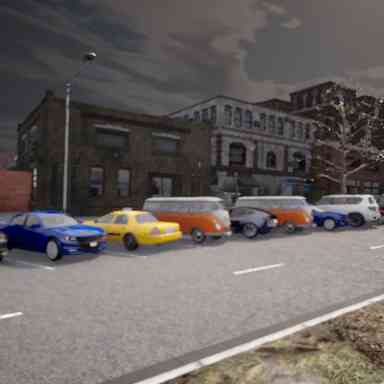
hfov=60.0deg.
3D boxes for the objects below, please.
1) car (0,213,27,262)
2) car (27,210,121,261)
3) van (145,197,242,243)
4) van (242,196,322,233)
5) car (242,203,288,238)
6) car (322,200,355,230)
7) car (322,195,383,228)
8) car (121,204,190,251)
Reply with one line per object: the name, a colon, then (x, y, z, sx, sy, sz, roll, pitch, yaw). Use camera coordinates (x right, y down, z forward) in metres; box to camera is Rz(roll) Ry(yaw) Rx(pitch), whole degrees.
car: (-7.710, 1.459, 10.512, 4.892, 1.521, 2.231, -1, -1, 35)
car: (-5.255, 1.461, 12.270, 5.008, 1.535, 2.097, -1, -1, 35)
van: (-0.209, 1.240, 15.645, 4.442, 1.987, 1.878, -1, -1, 35)
van: (4.750, 1.245, 19.068, 4.442, 1.987, 1.878, -1, -1, 35)
car: (2.148, 1.500, 17.435, 4.792, 1.488, 2.163, -1, -1, 35)
car: (7.130, 1.475, 20.836, 5.008, 1.535, 2.097, -1, -1, 35)
car: (9.582, 1.227, 22.551, 5.566, 2.045, 2.435, -1, -1, 35)
car: (-2.935, 1.464, 14.090, 5.366, 1.575, 1.946, -1, -1, 35)
